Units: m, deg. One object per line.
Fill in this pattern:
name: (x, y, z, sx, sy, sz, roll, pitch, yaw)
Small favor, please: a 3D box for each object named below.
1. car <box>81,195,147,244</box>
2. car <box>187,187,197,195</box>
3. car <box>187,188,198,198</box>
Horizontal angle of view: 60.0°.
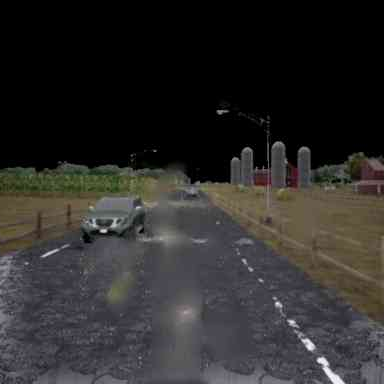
car: (-3.573, 1.204, 16.263, 2.150, 2.045, 5.566, 0, 1, 0)
car: (0.041, -0.197, 76.597, 2.097, 1.767, 4.553, 0, 2, 0)
car: (0.035, 0.267, 66.384, 2.097, 1.767, 4.553, 0, 2, 0)
